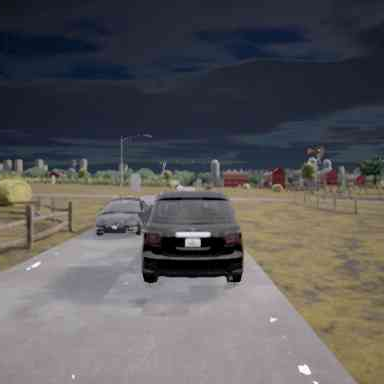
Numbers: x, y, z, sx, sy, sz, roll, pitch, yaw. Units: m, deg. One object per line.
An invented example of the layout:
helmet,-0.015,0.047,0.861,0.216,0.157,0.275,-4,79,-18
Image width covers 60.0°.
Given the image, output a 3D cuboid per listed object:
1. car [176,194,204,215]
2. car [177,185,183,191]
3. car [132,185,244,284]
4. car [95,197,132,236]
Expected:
car,-0.164,0.862,24.891,1.895,1.301,4.718,0,2,0
car,-3.412,-1.165,95.405,1.812,1.442,4.674,0,2,0
car,-0.003,0.951,8.911,2.150,2.045,5.566,0,2,0
car,-2.992,1.046,15.193,1.837,1.490,4.892,0,2,0
